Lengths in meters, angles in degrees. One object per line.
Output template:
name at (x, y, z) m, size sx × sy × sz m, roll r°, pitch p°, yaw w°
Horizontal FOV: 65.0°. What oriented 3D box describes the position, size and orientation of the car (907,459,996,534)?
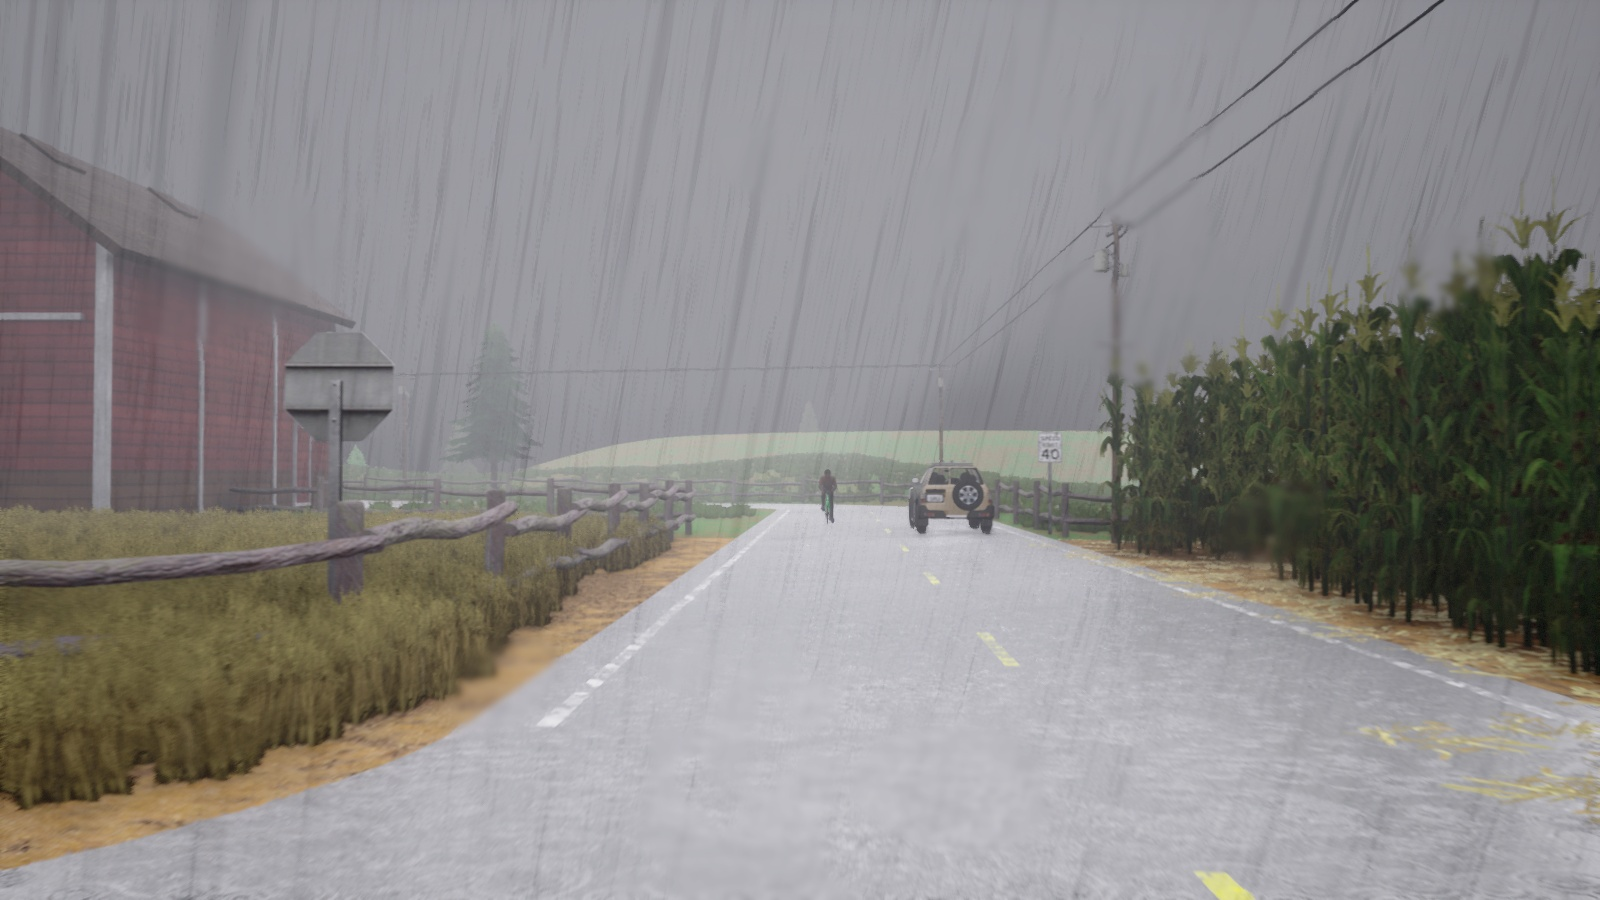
car at (3.941, 1.181, 33.351) m, size 1.932 × 1.855 × 4.605 m, roll 0°, pitch -1°, yaw 2°
